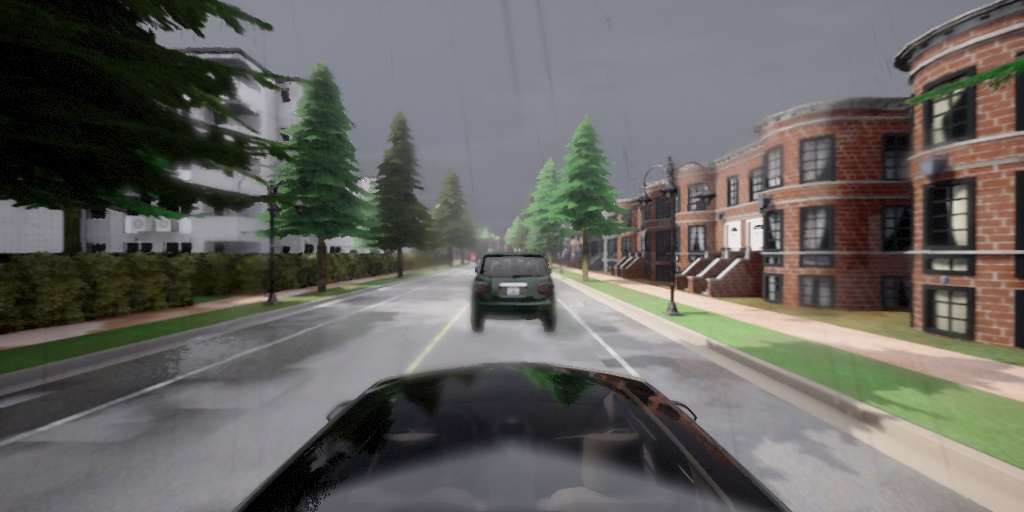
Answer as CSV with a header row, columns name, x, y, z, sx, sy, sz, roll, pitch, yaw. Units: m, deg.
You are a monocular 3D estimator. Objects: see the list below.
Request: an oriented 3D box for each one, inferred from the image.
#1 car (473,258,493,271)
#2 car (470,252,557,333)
name,x,y,z,sx,sy,sz,roll,pitch,yaw
car,-3.576,1.042,45.145,2.128,1.511,4.902,0,0,0
car,0.068,0.923,10.817,2.150,2.045,5.566,0,-1,1
